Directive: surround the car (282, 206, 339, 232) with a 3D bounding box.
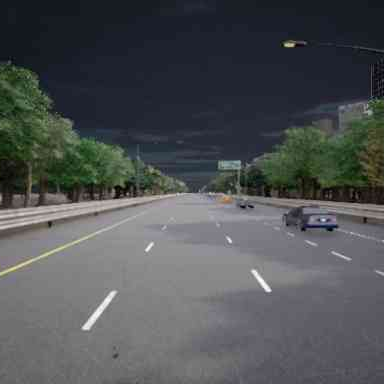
[{"bbox_3d":[7.015,1.562,20.236,2.033,1.411,5.357,0,0,0],"label":"car"}]

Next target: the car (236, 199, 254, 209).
[{"bbox_3d":[7.097,1.639,45.006,1.895,1.301,4.718,0,0,0],"label":"car"}]

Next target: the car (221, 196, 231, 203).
[{"bbox_3d":[7.259,1.537,71.583,1.882,1.535,5.008,0,0,0],"label":"car"}]
